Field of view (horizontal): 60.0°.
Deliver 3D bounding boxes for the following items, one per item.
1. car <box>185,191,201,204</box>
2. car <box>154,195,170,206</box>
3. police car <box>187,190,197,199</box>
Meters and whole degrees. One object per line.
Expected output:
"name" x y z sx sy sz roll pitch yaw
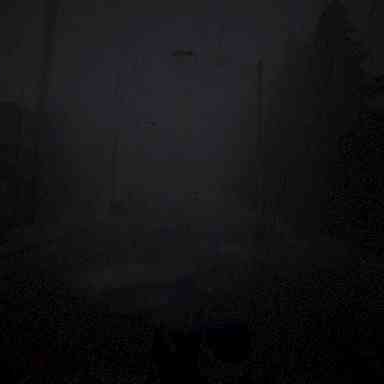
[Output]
"car" 0.147 0.795 50.415 2.150 2.045 5.566 0 0 0
"car" -4.043 1.162 45.849 2.033 1.411 5.357 0 0 0
"police car" 0.065 0.517 68.657 1.930 1.638 5.238 0 0 0
